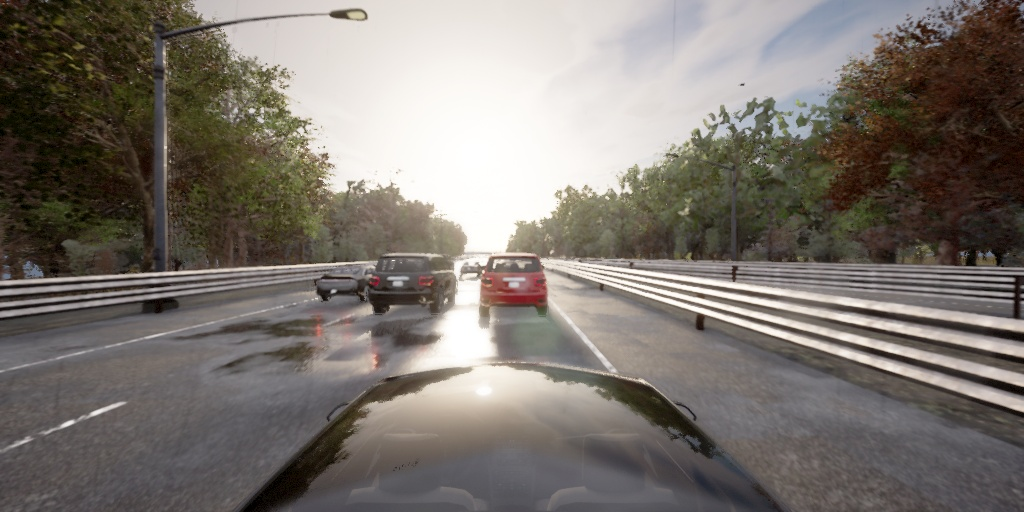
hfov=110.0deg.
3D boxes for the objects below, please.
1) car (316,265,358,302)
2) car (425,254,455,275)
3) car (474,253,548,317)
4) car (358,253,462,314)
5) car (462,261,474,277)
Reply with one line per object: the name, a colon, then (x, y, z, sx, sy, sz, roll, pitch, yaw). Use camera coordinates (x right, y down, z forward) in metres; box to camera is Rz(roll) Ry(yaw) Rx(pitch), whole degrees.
car: (-6.993, 1.168, 16.444, 2.128, 1.511, 4.902, 0, 0, -1)
car: (-7.352, 0.802, 37.372, 2.150, 2.045, 5.566, 0, 0, -1)
car: (0.041, 0.912, 13.102, 2.150, 2.045, 5.566, 0, 0, 0)
car: (-3.463, 0.911, 13.508, 2.150, 2.045, 5.566, 0, 0, 0)
car: (-3.761, 1.143, 33.542, 2.033, 1.411, 5.357, 0, 0, -1)
